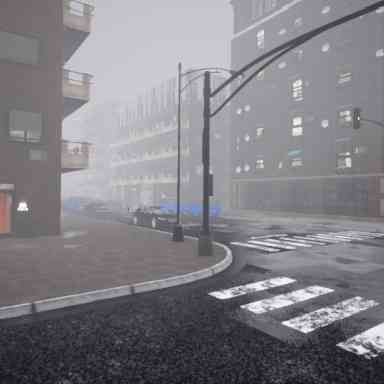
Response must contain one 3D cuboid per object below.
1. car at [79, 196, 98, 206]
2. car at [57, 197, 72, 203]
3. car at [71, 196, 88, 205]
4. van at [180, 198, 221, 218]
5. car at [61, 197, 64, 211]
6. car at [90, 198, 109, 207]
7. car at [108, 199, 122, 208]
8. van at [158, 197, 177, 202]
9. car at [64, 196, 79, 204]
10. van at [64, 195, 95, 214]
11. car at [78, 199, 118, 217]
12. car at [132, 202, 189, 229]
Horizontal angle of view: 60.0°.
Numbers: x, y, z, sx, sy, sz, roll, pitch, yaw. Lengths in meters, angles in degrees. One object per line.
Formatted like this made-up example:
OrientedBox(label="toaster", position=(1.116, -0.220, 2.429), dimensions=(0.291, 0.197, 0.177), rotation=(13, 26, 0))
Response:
OrientedBox(label="car", position=(-18.156, 1.597, 58.318), dimensions=(1.967, 1.590, 4.097), rotation=(1, -1, -35))
OrientedBox(label="car", position=(-27.689, 1.727, 72.130), dimensions=(1.887, 1.381, 4.507), rotation=(1, -1, -35))
OrientedBox(label="car", position=(-21.333, 1.606, 62.922), dimensions=(1.967, 1.590, 4.097), rotation=(1, -1, -35))
OrientedBox(label="van", position=(0.909, 1.439, 30.692), dimensions=(1.690, 1.788, 3.998), rotation=(1, -1, -35))
OrientedBox(label="car", position=(-15.110, 1.581, 40.029), dimensions=(2.008, 1.369, 4.403), rotation=(1, -1, -35))
OrientedBox(label="car", position=(-14.980, 1.730, 53.712), dimensions=(1.802, 1.307, 4.206), rotation=(1, -1, -35))
OrientedBox(label="car", position=(-11.802, 1.683, 49.108), dimensions=(1.887, 1.381, 4.507), rotation=(1, -1, -35))
OrientedBox(label="van", position=(-2.269, 1.450, 35.297), dimensions=(1.690, 1.788, 3.998), rotation=(1, -1, -35))
OrientedBox(label="car", position=(-24.511, 1.614, 67.527), dimensions=(1.967, 1.590, 4.097), rotation=(1, -1, -35))
OrientedBox(label="van", position=(-11.931, 1.361, 35.426), dimensions=(1.690, 1.788, 3.998), rotation=(1, -1, -35))
OrientedBox(label="car", position=(-8.756, 1.592, 30.820), dimensions=(1.802, 1.307, 4.206), rotation=(1, -1, -35))
OrientedBox(label="car", position=(-2.401, 1.540, 21.611), dimensions=(2.008, 1.369, 4.403), rotation=(1, -1, -35))
